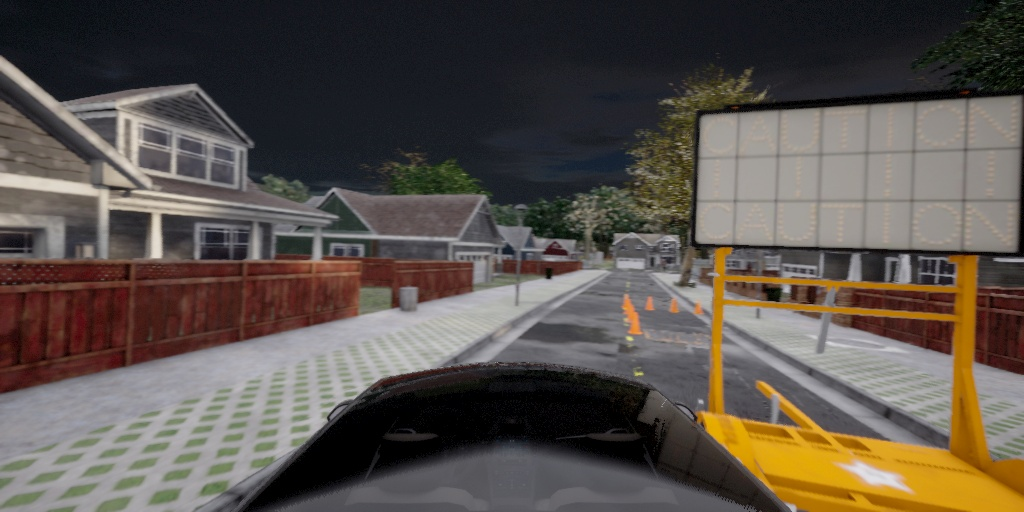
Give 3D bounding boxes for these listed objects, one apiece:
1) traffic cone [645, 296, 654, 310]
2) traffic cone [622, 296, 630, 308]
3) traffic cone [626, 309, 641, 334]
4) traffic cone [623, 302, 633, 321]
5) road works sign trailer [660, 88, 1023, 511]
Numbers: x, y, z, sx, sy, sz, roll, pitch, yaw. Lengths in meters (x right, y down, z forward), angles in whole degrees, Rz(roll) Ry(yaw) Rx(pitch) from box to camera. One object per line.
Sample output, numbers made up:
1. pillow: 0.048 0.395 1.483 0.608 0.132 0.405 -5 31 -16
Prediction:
1. traffic cone: 6.097 2.076 15.900 0.340 0.580 0.340 0 0 15
2. traffic cone: 4.608 2.000 14.235 0.340 0.580 0.340 0 0 15
3. traffic cone: 3.556 1.933 10.376 0.340 0.580 0.340 0 0 15
4. traffic cone: 4.082 1.967 12.306 0.340 0.580 0.340 0 0 15
5. road works sign trailer: 2.837 0.360 3.359 2.380 3.560 2.880 0 0 17
